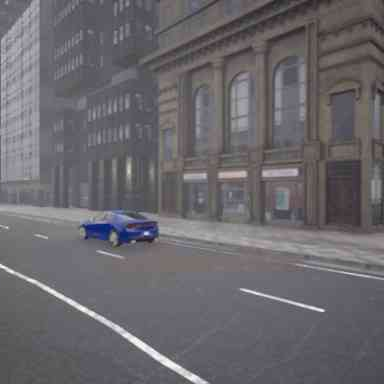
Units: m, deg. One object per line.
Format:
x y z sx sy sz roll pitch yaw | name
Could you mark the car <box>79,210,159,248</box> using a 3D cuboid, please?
-3.626 1.611 15.866 1.882 1.535 5.008 0 0 -43 | car
